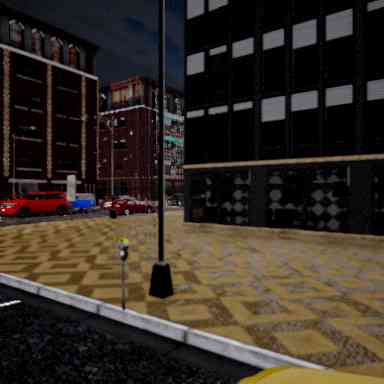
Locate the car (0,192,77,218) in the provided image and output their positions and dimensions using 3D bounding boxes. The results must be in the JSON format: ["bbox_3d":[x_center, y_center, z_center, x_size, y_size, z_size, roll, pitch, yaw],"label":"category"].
[{"bbox_3d":[-12.913,1.002,27.964,2.150,2.045,5.566,0,1,35],"label":"car"}]

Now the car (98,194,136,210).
[{"bbox_3d":[-8.619,1.079,38.422,1.967,1.590,4.097,1,1,35],"label":"car"}]

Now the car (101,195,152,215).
[{"bbox_3d":[-5.378,1.268,29.297,1.887,1.381,4.507,1,1,35],"label":"car"}]

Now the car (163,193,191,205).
[{"bbox_3d":[-2.148,0.941,47.699,1.967,1.590,4.097,1,1,35],"label":"car"}]

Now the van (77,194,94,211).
[{"bbox_3d":[-11.855,1.049,33.781,1.690,1.788,3.998,1,1,35],"label":"van"}]

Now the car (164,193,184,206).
[{"bbox_3d":[-1.456,1.039,44.377,1.837,1.490,4.892,0,1,35],"label":"car"}]

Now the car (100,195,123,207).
[{"bbox_3d":[-7.254,1.258,36.091,1.895,1.301,4.718,0,1,35],"label":"car"}]

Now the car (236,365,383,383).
[{"bbox_3d":[2.086,1.525,1.231,4.829,1.417,1.752,0,0,35],"label":"car"}]
